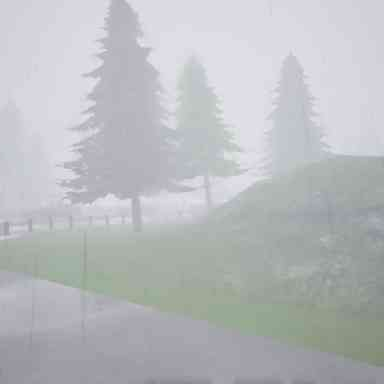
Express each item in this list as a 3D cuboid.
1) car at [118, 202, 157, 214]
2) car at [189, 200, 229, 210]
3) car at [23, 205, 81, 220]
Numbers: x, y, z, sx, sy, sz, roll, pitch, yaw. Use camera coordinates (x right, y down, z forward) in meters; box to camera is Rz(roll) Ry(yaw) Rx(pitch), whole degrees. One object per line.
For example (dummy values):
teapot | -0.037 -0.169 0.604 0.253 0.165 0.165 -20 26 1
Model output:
car | -5.861 1.792 36.171 4.181 1.385 1.994 0 0 -40
car | 2.200 1.751 42.445 5.357 1.411 2.033 0 0 -35
car | -12.498 1.734 29.843 2.128 1.511 4.902 -1 0 44
